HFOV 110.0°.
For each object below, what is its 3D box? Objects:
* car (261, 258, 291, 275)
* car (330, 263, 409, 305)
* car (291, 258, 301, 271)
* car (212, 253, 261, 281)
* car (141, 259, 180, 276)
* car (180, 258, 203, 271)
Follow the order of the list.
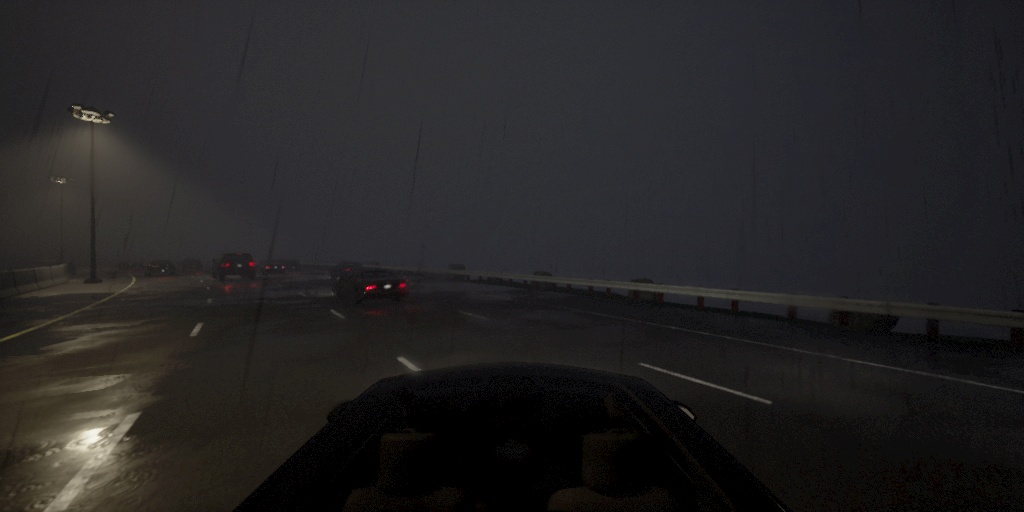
[{"bbox_3d":[-23.559,1.092,34.650,5.357,1.411,2.033,0,0,43],"label":"car"},{"bbox_3d":[-6.323,1.211,15.675,2.033,1.411,5.357,0,0,-39],"label":"car"},{"bbox_3d":[-26.200,1.005,41.590,4.892,1.490,1.837,0,0,41],"label":"car"},{"bbox_3d":[-21.704,0.804,27.964,5.566,2.045,2.150,0,0,45],"label":"car"},{"bbox_3d":[-32.701,1.055,33.312,4.892,1.490,1.837,0,0,41],"label":"car"},{"bbox_3d":[-38.671,0.994,42.887,4.892,1.490,1.837,-1,-1,37],"label":"car"}]
